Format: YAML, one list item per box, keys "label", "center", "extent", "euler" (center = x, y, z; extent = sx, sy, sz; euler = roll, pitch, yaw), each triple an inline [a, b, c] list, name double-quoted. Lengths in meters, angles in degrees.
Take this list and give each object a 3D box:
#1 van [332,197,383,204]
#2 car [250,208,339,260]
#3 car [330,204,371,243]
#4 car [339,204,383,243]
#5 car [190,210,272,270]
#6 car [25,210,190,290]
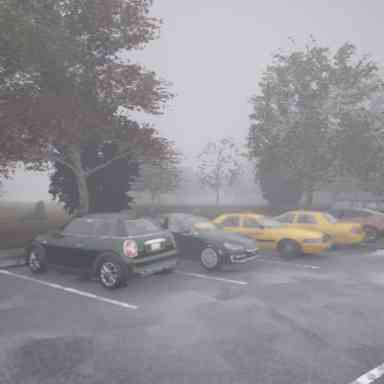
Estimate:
- label: "van"
  center: [9.451, 1.250, 17.805]
  extent: [4.442, 1.987, 1.878]
  euler: [-1, 0, 35]
- label: "car"
  center: [2.381, 1.482, 12.583]
  extent: [5.366, 1.575, 1.946]
  euler: [-1, -1, 35]
- label: "car"
  center: [4.520, 1.484, 14.486]
  extent: [5.366, 1.575, 1.946]
  euler: [-1, 0, 35]
- label: "car"
  center: [7.087, 1.510, 16.075]
  extent: [4.792, 1.488, 2.163]
  euler: [-1, 0, 35]
- label: "car"
  center: [-0.215, 1.489, 10.997]
  extent: [4.892, 1.521, 2.231]
  euler: [-1, -1, 35]
- label: "car"
  center: [-2.621, 1.360, 9.266]
  extent: [4.553, 1.767, 2.185]
  euler: [-1, -1, 35]
